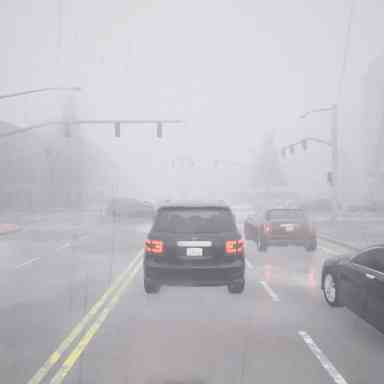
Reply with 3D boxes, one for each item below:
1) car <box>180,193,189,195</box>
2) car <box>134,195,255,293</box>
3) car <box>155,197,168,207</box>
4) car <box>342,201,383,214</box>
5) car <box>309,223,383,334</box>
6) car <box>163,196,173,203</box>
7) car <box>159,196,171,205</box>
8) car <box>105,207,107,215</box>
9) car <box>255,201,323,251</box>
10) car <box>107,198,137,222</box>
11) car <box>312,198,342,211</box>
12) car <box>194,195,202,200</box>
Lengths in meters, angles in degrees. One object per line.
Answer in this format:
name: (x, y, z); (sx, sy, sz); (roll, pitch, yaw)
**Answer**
car: (-1.779, 1.496, 80.204); (1.837, 1.490, 4.892); (0, 0, -1)
car: (0.055, 1.221, 8.969); (2.150, 2.045, 5.566); (0, 0, 0)
car: (-4.694, 1.526, 51.927); (1.812, 1.442, 4.674); (0, 0, -1)
car: (18.492, 1.601, 34.152); (4.718, 1.301, 1.895); (0, 0, -2)
car: (3.608, 1.505, 5.065); (1.837, 1.490, 4.892); (0, 0, 0)
car: (-5.065, 1.552, 71.198); (1.994, 1.385, 4.181); (0, 0, -1)
car: (-4.892, 1.477, 61.317); (1.882, 1.535, 5.008); (0, 0, -1)
car: (-5.254, 1.352, 29.341); (4.553, 1.767, 2.097); (0, 0, -4)
car: (3.537, 1.352, 14.147); (2.097, 1.767, 4.553); (0, 0, 0)
car: (-3.788, 1.492, 25.937); (4.902, 1.511, 2.128); (0, 0, -4)
car: (14.443, 1.505, 37.545); (4.892, 1.490, 1.837); (0, 0, -2)
car: (1.479, 1.552, 90.349); (1.994, 1.385, 4.181); (0, 0, -1)
